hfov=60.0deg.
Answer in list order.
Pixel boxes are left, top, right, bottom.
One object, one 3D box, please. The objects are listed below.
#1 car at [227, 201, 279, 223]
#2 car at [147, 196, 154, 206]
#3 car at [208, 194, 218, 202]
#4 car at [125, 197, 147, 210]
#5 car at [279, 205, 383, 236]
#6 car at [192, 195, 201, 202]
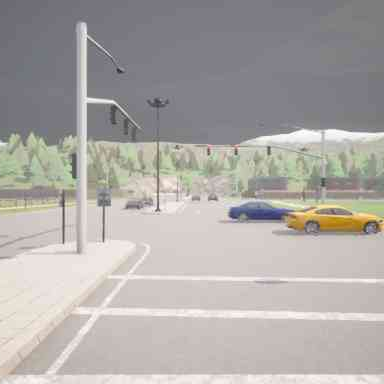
[{"bbox_3d":[5.176,1.477,25.053,5.008,1.535,1.882,0,0,0],"label":"car"},{"bbox_3d":[-7.430,1.491,54.373,2.128,1.511,4.902,0,0,1],"label":"car"},{"bbox_3d":[4.366,1.188,69.775,2.097,1.767,4.553,0,0,1],"label":"car"},{"bbox_3d":[-7.577,1.526,44.005,1.812,1.442,4.674,0,0,0],"label":"car"},{"bbox_3d":[7.623,1.477,18.036,5.008,1.535,1.882,0,0,0],"label":"car"},{"bbox_3d":[0.866,1.358,69.850,2.128,1.511,4.902,0,0,1],"label":"car"}]
